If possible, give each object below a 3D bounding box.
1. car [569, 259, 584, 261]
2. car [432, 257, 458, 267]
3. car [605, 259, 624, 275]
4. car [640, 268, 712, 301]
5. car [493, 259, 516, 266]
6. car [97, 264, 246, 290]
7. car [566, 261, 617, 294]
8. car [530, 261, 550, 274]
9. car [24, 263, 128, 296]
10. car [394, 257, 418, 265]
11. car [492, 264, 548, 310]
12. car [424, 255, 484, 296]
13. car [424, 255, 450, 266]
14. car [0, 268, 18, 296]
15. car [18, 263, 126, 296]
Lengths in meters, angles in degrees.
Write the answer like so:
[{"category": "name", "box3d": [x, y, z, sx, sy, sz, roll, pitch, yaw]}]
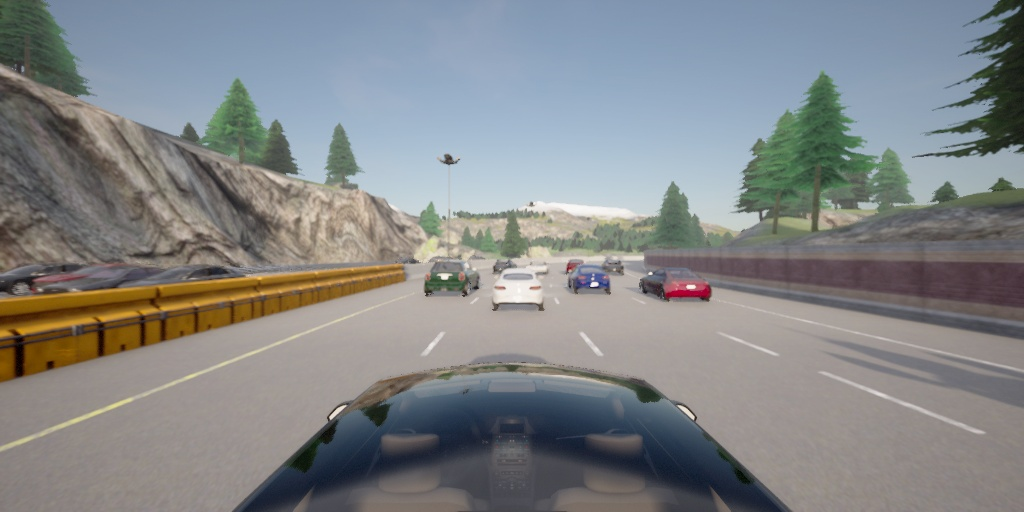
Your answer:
[{"category": "car", "box3d": [6.562, 1.006, 36.510, 1.882, 1.535, 5.008, 0, 0, 12]}, {"category": "car", "box3d": [-10.288, 0.887, 55.655, 1.882, 1.535, 5.008, 0, 0, 18]}, {"category": "car", "box3d": [9.865, 1.028, 35.229, 2.128, 1.511, 4.902, 0, 0, 11]}, {"category": "car", "box3d": [7.422, 1.218, 16.648, 1.994, 1.385, 4.181, 0, 0, 3]}, {"category": "car", "box3d": [-0.640, 1.023, 36.224, 2.128, 1.511, 4.902, 0, 0, 11]}, {"category": "car", "box3d": [-13.844, 1.170, 15.349, 1.837, 1.490, 4.892, 0, 0, 3]}, {"category": "car", "box3d": [4.099, 1.163, 19.370, 1.812, 1.442, 4.674, 0, 0, 4]}, {"category": "car", "box3d": [2.647, 1.140, 34.916, 1.895, 1.301, 4.718, 0, 0, 11]}, {"category": "car", "box3d": [-17.343, 1.207, 16.279, 2.033, 1.411, 5.357, 0, 0, 3]}, {"category": "car", "box3d": [-16.999, 0.902, 57.653, 1.837, 1.490, 4.892, 0, 0, 17]}, {"category": "car", "box3d": [0.271, 1.197, 14.100, 1.812, 1.442, 4.674, 0, 0, 2]}, {"category": "car", "box3d": [-2.956, 0.994, 18.590, 2.097, 1.767, 4.553, 0, 0, 4]}, {"category": "car", "box3d": [-12.515, 0.733, 60.127, 2.097, 1.767, 4.553, 0, 0, 19]}, {"category": "car", "box3d": [-24.172, 1.151, 18.573, 1.837, 1.490, 4.892, 0, 0, 4]}, {"category": "car", "box3d": [-20.695, 1.124, 18.349, 1.882, 1.535, 5.008, 0, 0, 4]}]
